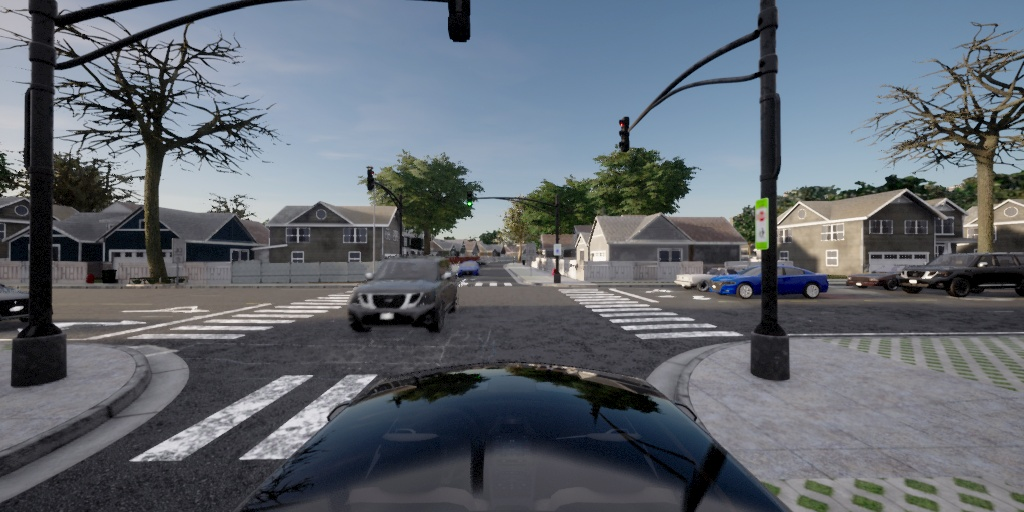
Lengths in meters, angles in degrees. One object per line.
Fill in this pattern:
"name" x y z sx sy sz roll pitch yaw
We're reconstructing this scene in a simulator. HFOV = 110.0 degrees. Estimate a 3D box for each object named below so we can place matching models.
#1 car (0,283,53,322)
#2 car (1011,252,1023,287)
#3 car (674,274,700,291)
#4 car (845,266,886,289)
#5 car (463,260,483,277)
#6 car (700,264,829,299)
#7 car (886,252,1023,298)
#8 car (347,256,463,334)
"car" -15.227 1.226 9.530 4.181 1.385 1.994 0 0 -2
"car" 33.121 0.768 20.752 5.566 2.045 2.150 -1 0 -1
"car" 11.799 1.307 20.199 4.718 1.301 1.895 0 0 -2
"car" 22.403 1.196 20.477 5.357 1.411 2.033 0 0 -1
"car" -4.201 1.256 35.618 1.882 1.535 5.008 0 1 -3
"car" 12.009 1.160 16.953 5.008 1.535 1.882 0 0 -2
"car" 21.945 0.850 17.220 5.566 2.045 2.150 0 0 -1
"car" -2.972 1.029 11.025 2.150 2.045 5.566 0 0 -2
